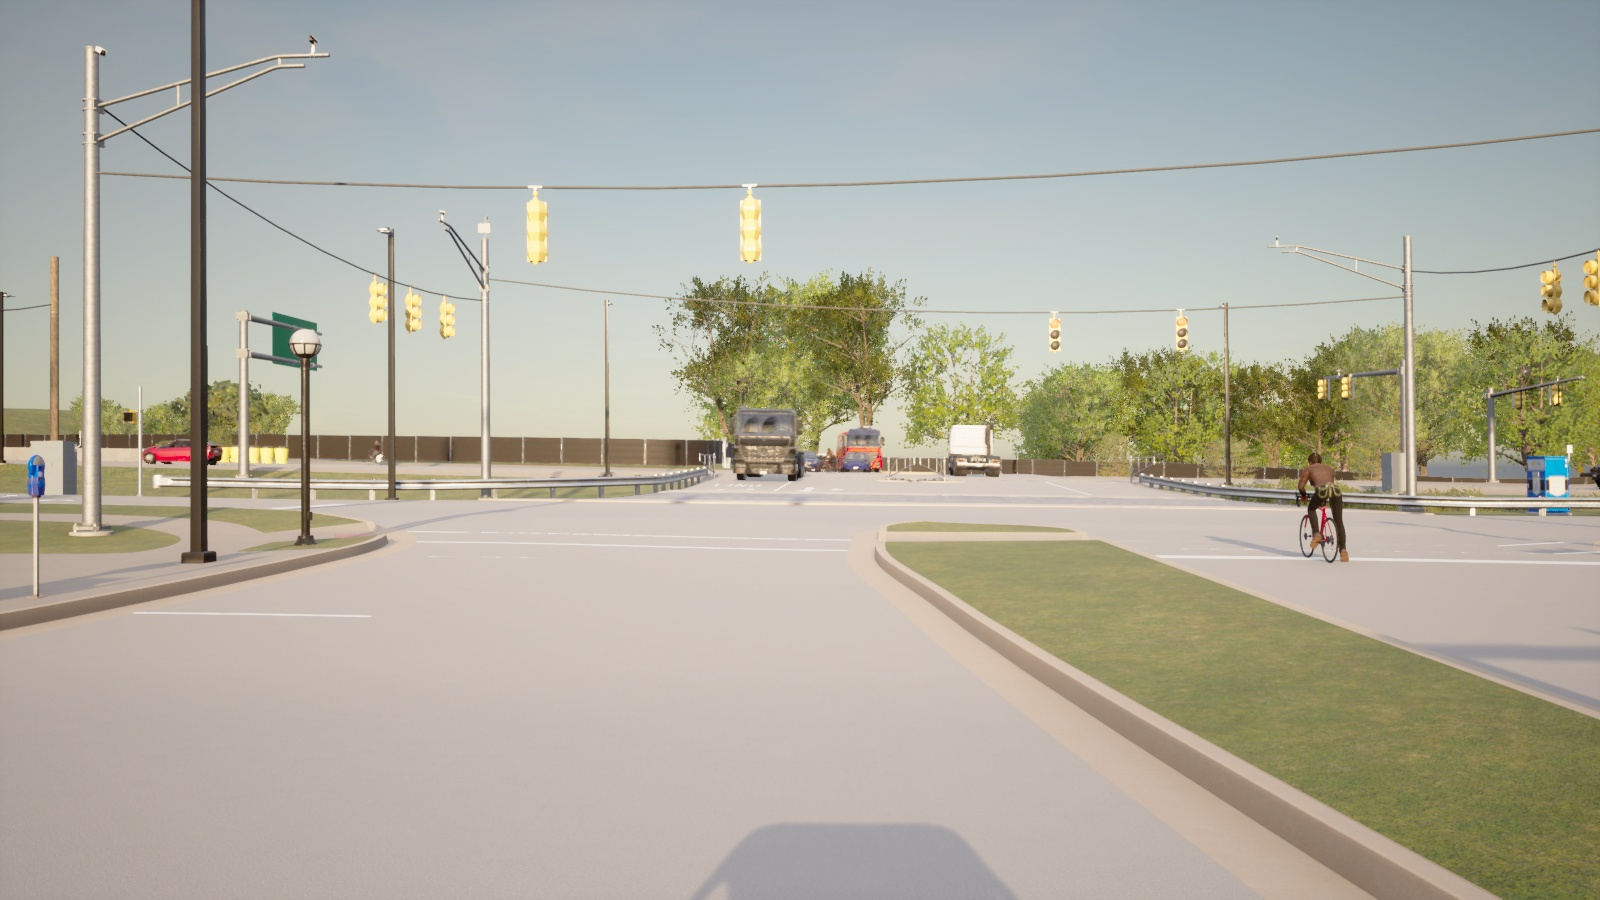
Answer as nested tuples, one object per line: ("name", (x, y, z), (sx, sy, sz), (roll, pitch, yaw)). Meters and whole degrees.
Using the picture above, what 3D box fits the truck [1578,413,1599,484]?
("truck", (43.483, -0.038, 62.231), (7.936, 3.462, 2.891), (0, -1, 4))

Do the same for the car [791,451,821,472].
("car", (0.451, 0.833, 88.209), (1.812, 1.442, 4.674), (0, -1, 4))

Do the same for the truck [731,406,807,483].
("truck", (-1.396, -0.310, 60.468), (2.891, 3.462, 7.936), (0, 1, 4))

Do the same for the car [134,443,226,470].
("car", (-36.860, 0.399, 74.758), (4.514, 1.525, 2.007), (0, -1, 4))

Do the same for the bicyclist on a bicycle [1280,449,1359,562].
("bicyclist on a bicycle", (7.829, 0.809, 18.989), (0.582, 1.620, 1.656), (0, 0, 4))

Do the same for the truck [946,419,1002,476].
("truck", (11.147, -0.123, 81.103), (2.891, 3.462, 7.936), (1, -1, 3))

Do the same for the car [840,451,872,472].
("car", (3.977, 0.807, 88.488), (2.163, 1.488, 4.792), (0, -1, 4))
